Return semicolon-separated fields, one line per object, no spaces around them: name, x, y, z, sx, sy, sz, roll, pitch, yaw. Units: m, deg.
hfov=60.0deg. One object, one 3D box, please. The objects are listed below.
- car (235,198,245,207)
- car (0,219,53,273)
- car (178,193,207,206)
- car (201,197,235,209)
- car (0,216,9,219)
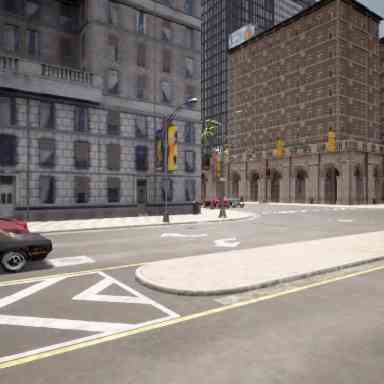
car;5.663;1.492;49.027;2.128;1.511;4.902;0;0;-35
car;-6.535;1.601;9.182;4.718;1.301;1.895;0;0;-35
car;0.024;1.221;57.127;2.150;2.045;5.566;0;0;-34
car;3.234;1.478;46.396;1.882;1.535;5.008;0;0;-35
car;-8.480;1.526;12.087;4.674;1.442;1.812;0;0;-35
